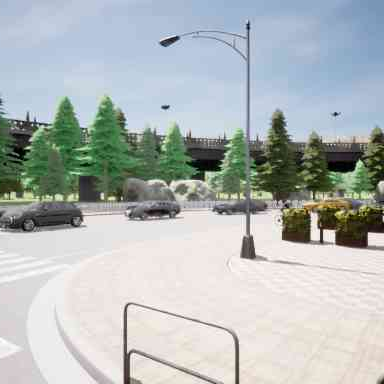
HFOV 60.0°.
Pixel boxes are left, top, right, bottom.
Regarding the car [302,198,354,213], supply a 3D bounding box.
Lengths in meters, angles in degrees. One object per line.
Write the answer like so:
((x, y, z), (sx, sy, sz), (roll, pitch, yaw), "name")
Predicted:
((14.542, 1.422, 36.285), (5.008, 1.535, 1.882), (0, 0, -7), "car")

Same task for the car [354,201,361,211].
((18.086, 1.508, 40.097), (4.181, 1.385, 1.994), (0, 0, -1), "car")

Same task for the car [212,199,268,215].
((4.670, 1.492, 33.057), (5.357, 1.411, 2.033), (0, 0, -26), "car")

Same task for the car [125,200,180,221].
((-3.158, 1.436, 27.134), (4.902, 1.511, 2.128), (0, 0, -44), "car")

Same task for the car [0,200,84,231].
((-8.955, 1.297, 20.064), (2.097, 1.767, 4.553), (0, 0, 37), "car")

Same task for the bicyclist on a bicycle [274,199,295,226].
((5.566, 1.245, 19.586), (0.582, 1.620, 1.656), (0, 0, -44), "bicyclist on a bicycle")

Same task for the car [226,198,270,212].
((6.297, 1.470, 37.534), (4.674, 1.442, 1.812), (0, 0, -20), "car")

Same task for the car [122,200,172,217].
((-4.130, 1.508, 30.922), (4.181, 1.385, 1.994), (0, 0, -41), "car")
